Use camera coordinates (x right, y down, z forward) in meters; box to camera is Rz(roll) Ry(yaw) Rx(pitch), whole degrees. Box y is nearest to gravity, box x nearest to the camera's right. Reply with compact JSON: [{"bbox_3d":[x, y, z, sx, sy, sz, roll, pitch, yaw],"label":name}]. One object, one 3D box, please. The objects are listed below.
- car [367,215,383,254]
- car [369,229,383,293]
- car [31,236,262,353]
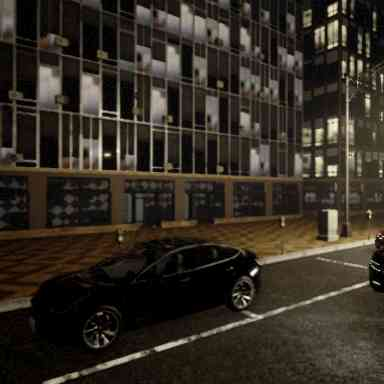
[{"bbox_3d":[8.707,1.556,12.757,4.206,1.307,1.802,0,0,-35],"label":"car"},{"bbox_3d":[6.013,1.461,7.662,5.008,1.535,1.882,0,0,-35],"label":"car"},{"bbox_3d":[-0.564,1.561,6.152,4.313,1.339,1.947,0,0,-35],"label":"car"}]
